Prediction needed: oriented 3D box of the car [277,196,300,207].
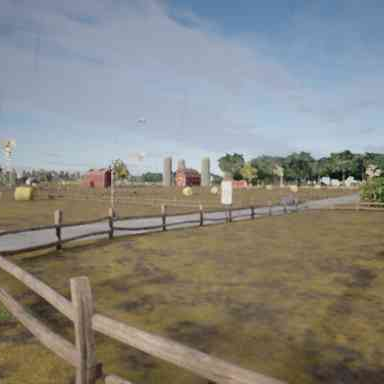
[{"bbox_3d":[14.440,1.363,49.578,2.033,1.411,5.357,0,1,36],"label":"car"}]
